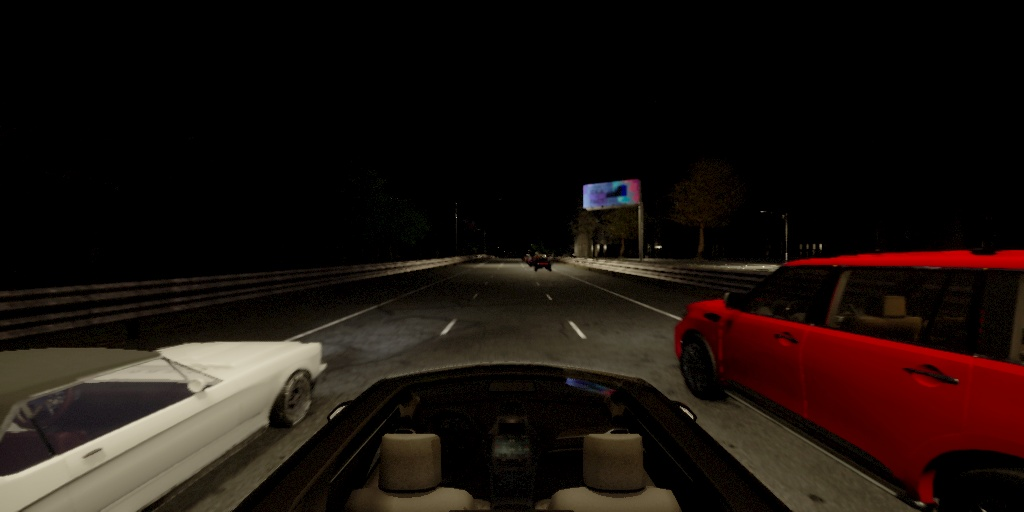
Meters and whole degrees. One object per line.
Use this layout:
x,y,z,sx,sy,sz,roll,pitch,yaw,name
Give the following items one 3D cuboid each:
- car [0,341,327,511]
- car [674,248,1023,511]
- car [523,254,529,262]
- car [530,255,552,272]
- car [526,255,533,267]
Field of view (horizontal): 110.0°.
-3.402,1.347,2.663,1.895,1.301,4.718,0,0,0,car
3.598,0.968,3.244,2.150,2.045,5.566,0,0,0,car
3.477,0.638,63.422,2.033,1.649,4.856,0,1,0,car
3.486,0.999,41.428,1.837,1.490,4.892,0,1,0,car
3.482,0.892,52.424,1.812,1.442,4.674,0,1,0,car
